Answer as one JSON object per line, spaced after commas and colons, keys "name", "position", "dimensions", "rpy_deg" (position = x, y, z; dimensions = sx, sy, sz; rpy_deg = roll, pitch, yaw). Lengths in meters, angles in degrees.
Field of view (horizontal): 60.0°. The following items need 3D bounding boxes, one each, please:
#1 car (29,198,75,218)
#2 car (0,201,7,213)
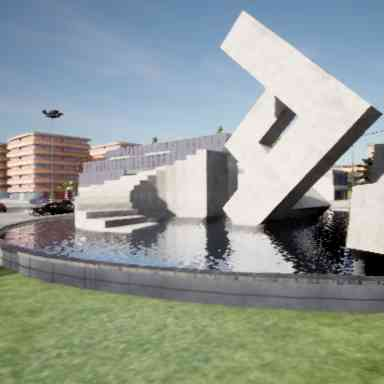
{"name": "car", "position": [-12.343, 1.555, 30.517], "dimensions": [1.837, 1.490, 4.892], "rpy_deg": [-2, -1, 39]}
{"name": "car", "position": [-22.508, 1.678, 38.011], "dimensions": [1.994, 1.385, 4.181], "rpy_deg": [-1, 0, -37]}
